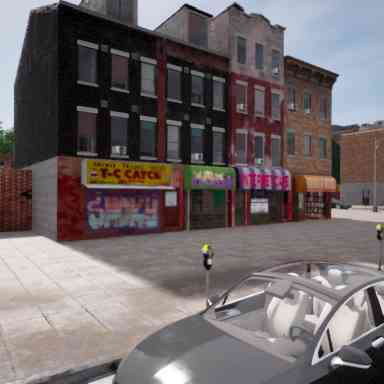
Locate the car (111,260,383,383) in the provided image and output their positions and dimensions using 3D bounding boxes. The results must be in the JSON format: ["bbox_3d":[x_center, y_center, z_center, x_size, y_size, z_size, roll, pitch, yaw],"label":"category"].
[{"bbox_3d":[1.290,1.552,3.719,4.403,1.369,2.008,0,0,-35],"label":"car"}]

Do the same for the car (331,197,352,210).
[{"bbox_3d":[16.655,1.383,39.979,1.837,1.490,4.892,0,0,-36],"label":"car"}]
